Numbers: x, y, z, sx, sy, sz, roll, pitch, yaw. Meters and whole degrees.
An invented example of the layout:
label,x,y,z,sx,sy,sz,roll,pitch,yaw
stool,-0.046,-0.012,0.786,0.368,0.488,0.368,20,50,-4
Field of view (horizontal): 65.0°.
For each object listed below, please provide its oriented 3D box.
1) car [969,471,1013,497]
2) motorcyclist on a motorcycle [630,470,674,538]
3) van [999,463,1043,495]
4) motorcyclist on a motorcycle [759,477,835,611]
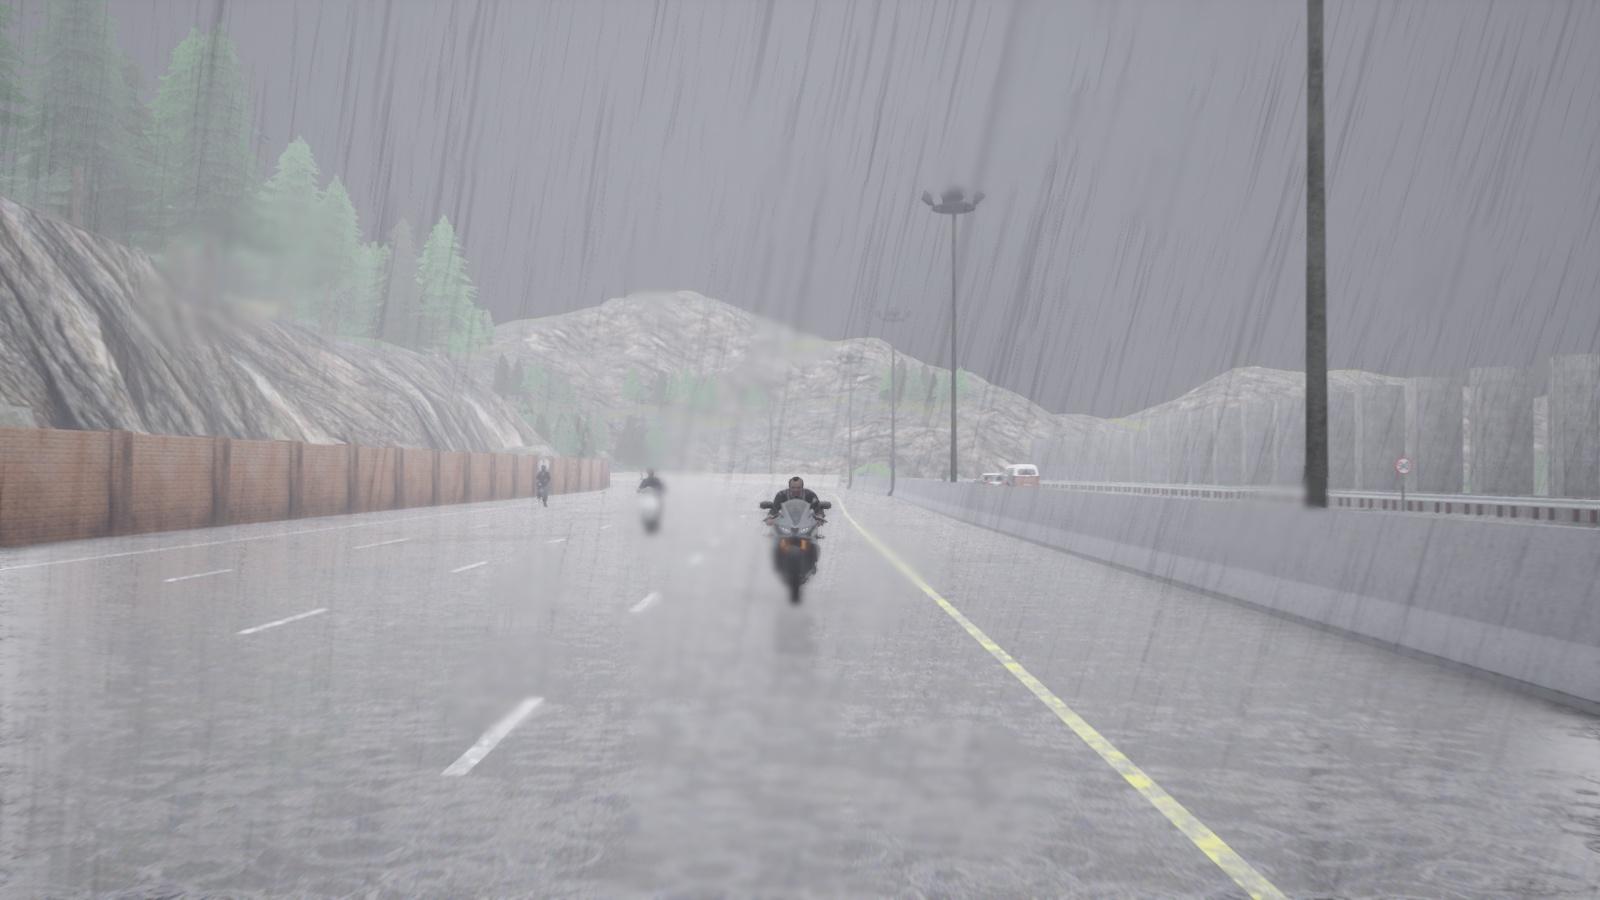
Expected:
label,x,y,z,sx,sy,sz,roll,pitch,yaw
car,10.983,1.948,72.378,1.970,1.475,3.806,0,-1,1
motorcyclist on a motorcycle,-3.580,1.293,30.508,0.866,1.590,1.817,0,-1,0
van,14.474,1.860,82.450,2.069,2.038,4.480,0,-1,-1
motorcyclist on a motorcycle,-0.041,1.109,15.457,0.866,1.530,2.191,0,-2,0
